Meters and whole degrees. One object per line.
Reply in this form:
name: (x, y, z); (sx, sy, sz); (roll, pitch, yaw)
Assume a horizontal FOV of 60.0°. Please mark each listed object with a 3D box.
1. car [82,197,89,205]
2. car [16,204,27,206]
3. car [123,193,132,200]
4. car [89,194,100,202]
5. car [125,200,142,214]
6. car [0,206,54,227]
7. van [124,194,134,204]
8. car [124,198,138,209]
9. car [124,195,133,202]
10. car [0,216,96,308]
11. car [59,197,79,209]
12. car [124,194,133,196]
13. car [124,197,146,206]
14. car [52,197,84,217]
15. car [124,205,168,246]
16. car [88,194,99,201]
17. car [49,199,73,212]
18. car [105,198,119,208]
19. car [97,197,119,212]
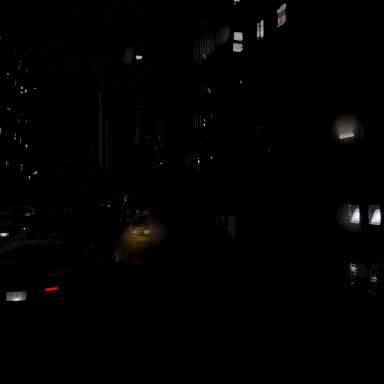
car: (-19.175, 1.566, 56.726); (1.887, 1.381, 4.507); (1, 0, -12)
car: (-12.458, 1.542, 23.995); (1.752, 1.417, 4.829); (1, 0, -12)
car: (-17.656, 1.327, 91.028); (2.192, 1.841, 5.009); (1, 0, -12)
car: (-23.631, 1.569, 78.436); (2.008, 1.369, 4.403); (1, 0, -12)
car: (-6.522, 1.599, 36.752); (1.802, 1.307, 4.206); (1, 0, -12)
car: (-8.108, 1.576, 15.634); (1.994, 1.385, 4.181); (0, 0, -11)
van: (-12.087, 1.358, 63.890); (1.690, 1.788, 3.998); (1, 0, -12)
car: (-8.749, 1.584, 47.606); (1.947, 1.339, 4.313); (1, 0, -12)
car: (-14.316, 1.457, 74.745); (1.967, 1.590, 4.097); (1, 0, -12)
car: (-3.314, 1.531, 7.678); (1.812, 1.442, 4.674); (0, 0, -12)
car: (-16.946, 1.462, 45.872); (1.967, 1.590, 4.097); (1, 0, -12)
car: (-10.975, 1.458, 58.463); (1.967, 1.590, 4.097); (1, 0, -12)
car: (-4.292, 1.454, 25.897); (1.967, 1.590, 4.097); (1, 0, -12)
car: (-10.644, 1.495, 28.033); (1.882, 1.535, 5.008); (0, 0, -11)
car: (-2.100, 1.534, 15.208); (1.752, 1.417, 4.829); (1, 0, -12)
car: (-24.740, 1.332, 83.864); (2.192, 1.841, 5.009); (1, 0, -12)
car: (-15.834, 1.566, 40.444); (1.887, 1.381, 4.507); (1, 0, -12)
car: (-11.880, 1.620, 49.521); (1.895, 1.301, 4.718); (0, 0, -11)
car: (-9.830, 1.583, 39.735); (1.994, 1.385, 4.181); (0, 0, -11)
